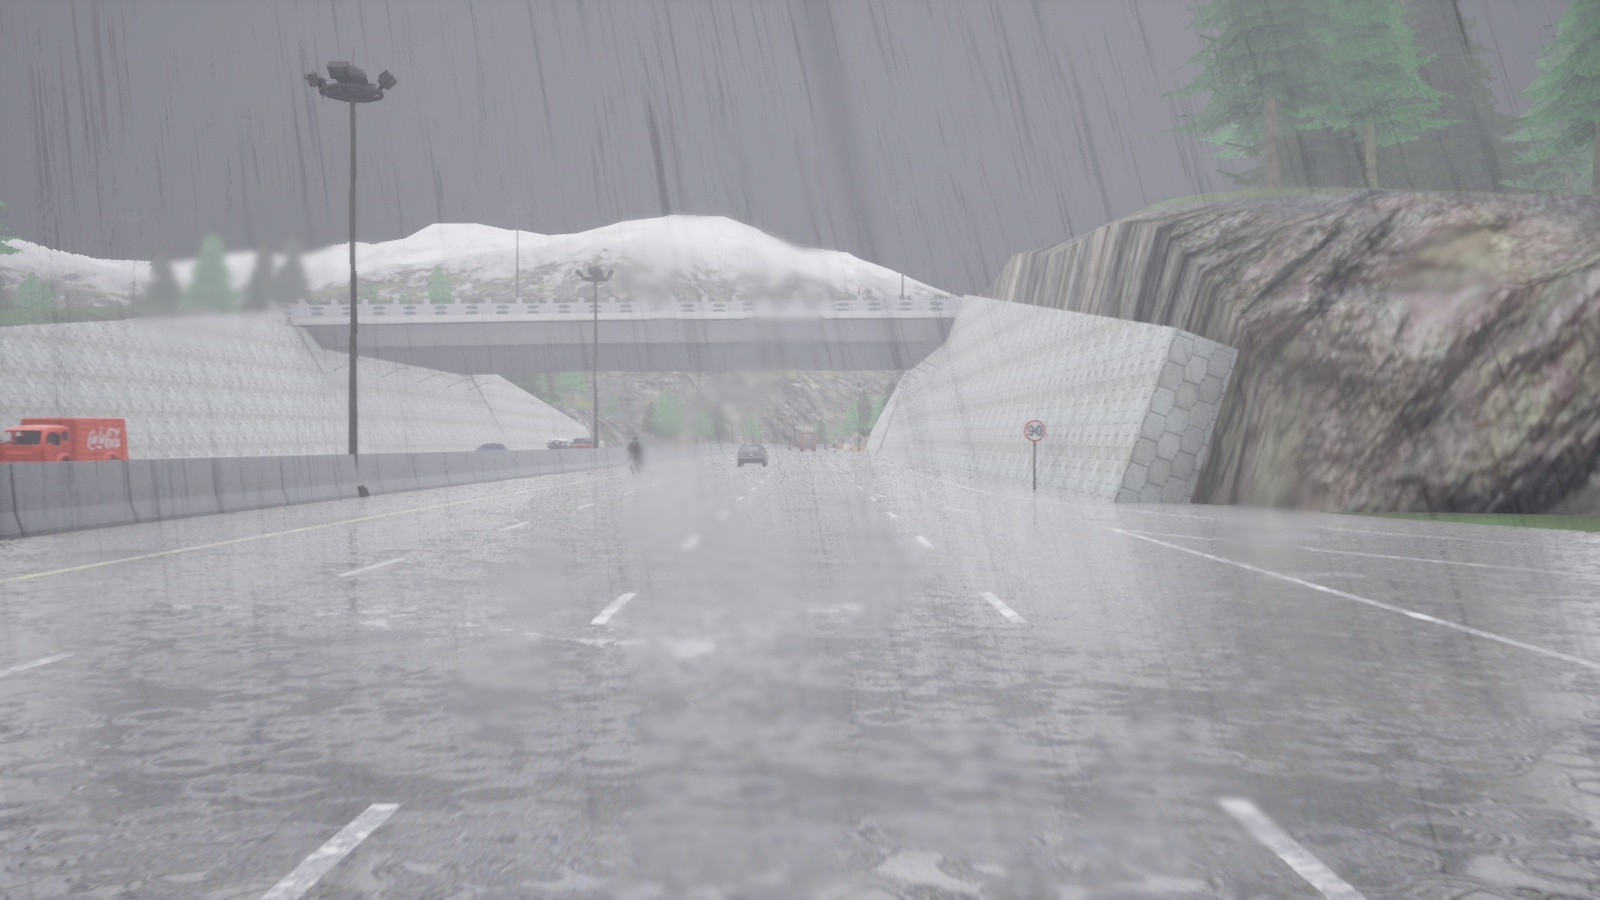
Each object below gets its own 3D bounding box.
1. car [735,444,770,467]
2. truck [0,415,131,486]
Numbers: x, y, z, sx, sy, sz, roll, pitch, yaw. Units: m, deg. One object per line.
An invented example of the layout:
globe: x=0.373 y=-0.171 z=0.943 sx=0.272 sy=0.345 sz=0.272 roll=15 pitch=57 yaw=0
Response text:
car: x=-3.024 y=0.335 z=81.037 sx=2.033 sy=1.411 sz=5.357 roll=0 pitch=0 yaw=0
truck: x=-27.719 y=-0.048 z=46.930 sx=2.627 sy=2.467 sz=5.204 roll=0 pitch=2 yaw=0
